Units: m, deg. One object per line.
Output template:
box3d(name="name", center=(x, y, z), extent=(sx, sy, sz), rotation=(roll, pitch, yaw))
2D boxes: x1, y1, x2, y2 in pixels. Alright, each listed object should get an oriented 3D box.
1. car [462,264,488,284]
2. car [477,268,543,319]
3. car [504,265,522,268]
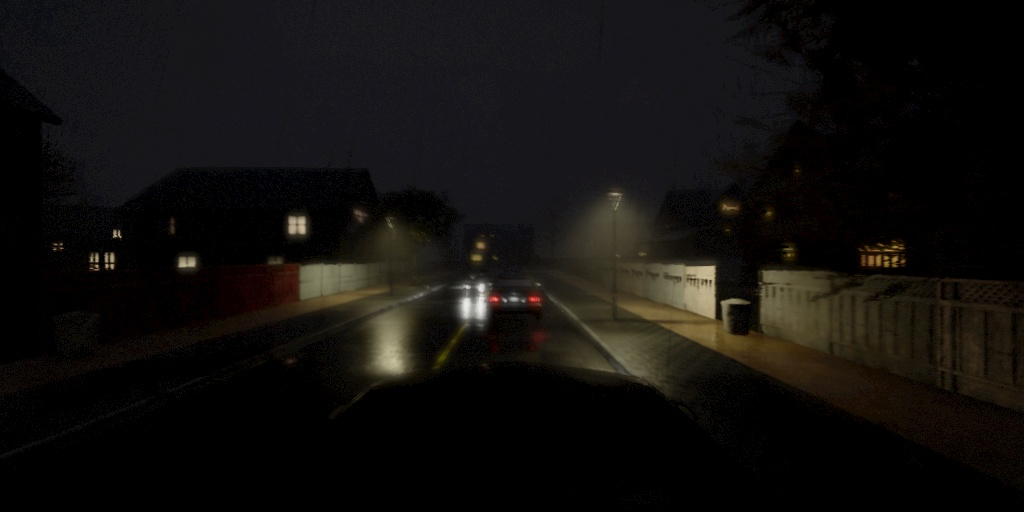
box3d(name="car", center=(-2.845, 1.362, 28.705), extent=(2.128, 1.511, 4.902), rotation=(0, 0, 0))
box3d(name="car", center=(0.085, 1.340, 13.042), extent=(2.033, 1.411, 5.357), rotation=(0, 0, 0))
box3d(name="car", center=(0.080, 1.410, 27.383), extent=(2.033, 1.411, 5.357), rotation=(0, 0, 0))
